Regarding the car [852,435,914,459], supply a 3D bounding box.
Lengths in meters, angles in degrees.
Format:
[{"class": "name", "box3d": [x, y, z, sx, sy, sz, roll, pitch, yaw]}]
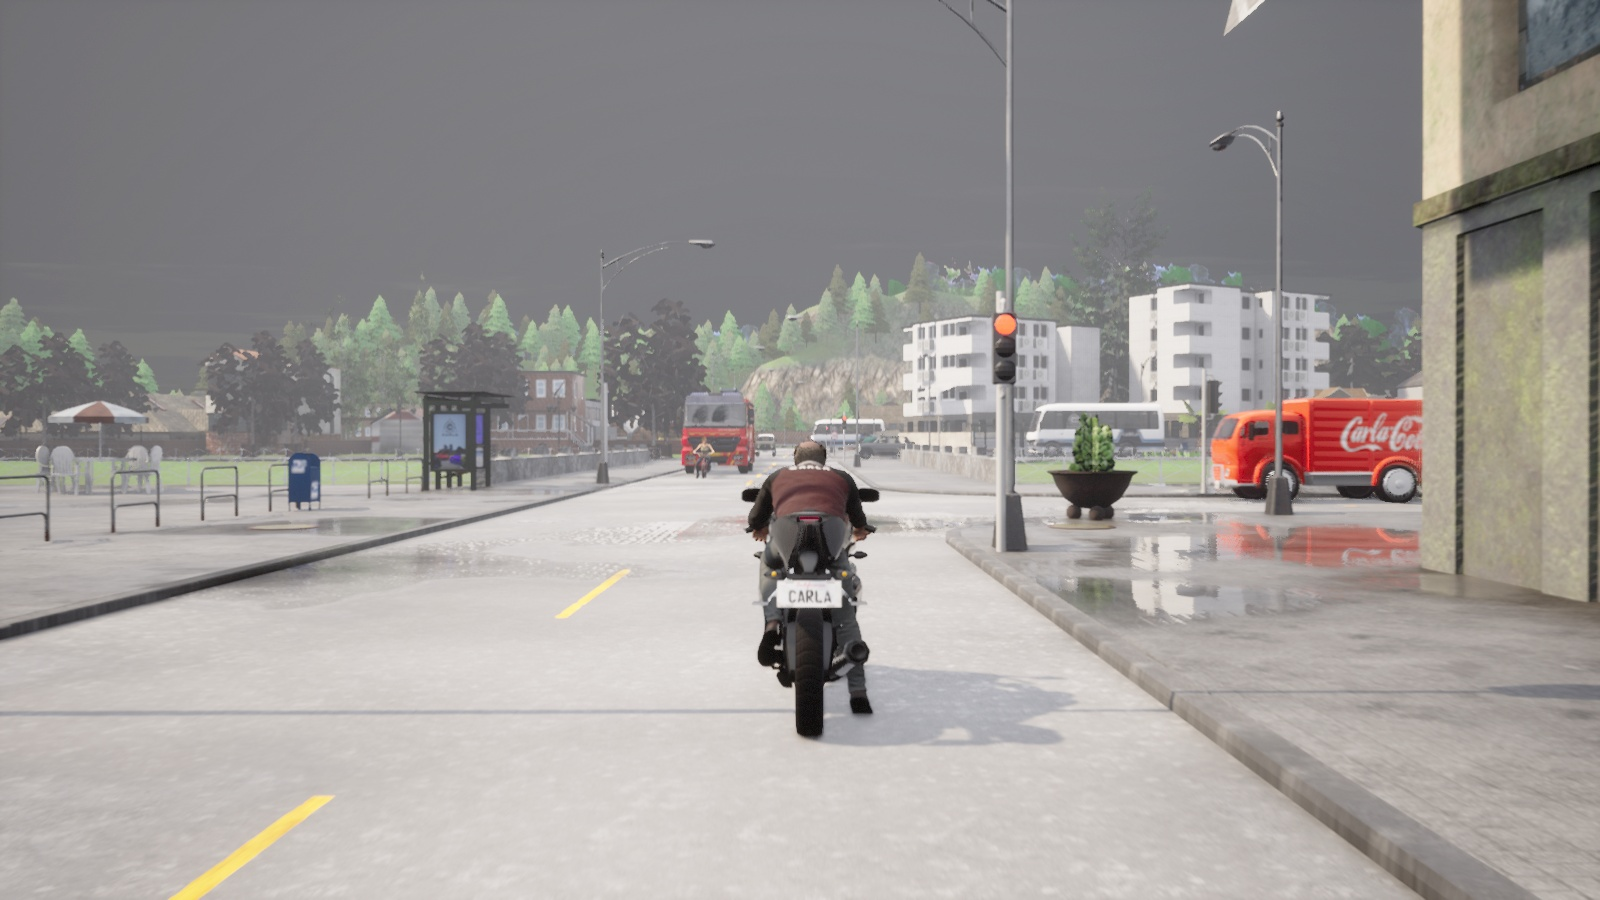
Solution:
[{"class": "car", "box3d": [6.322, -0.237, 95.896, 4.605, 1.855, 1.932, 0, 0, -2]}]

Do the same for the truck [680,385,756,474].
[{"class": "truck", "box3d": [-3.657, -0.906, 57.755, 2.891, 3.827, 8.468, 0, 0, 0]}]

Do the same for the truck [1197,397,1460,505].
[{"class": "truck", "box3d": [12.571, 0.016, 30.207, 5.204, 2.467, 2.627, 0, 0, 0]}]

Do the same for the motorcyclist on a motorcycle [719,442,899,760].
[{"class": "motorcyclist on a motorcycle", "box3d": [0.057, 0.721, 7.158, 0.866, 1.530, 2.191, 0, 0, 1]}]

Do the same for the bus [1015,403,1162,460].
[{"class": "bus", "box3d": [21.891, -1.418, 95.866, 10.273, 4.253, 3.944, 0, 0, 0]}]
